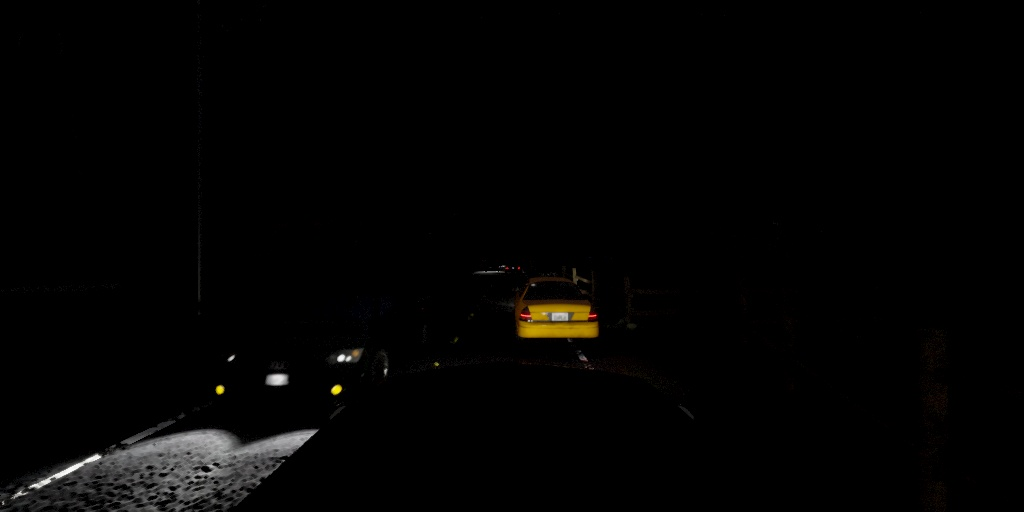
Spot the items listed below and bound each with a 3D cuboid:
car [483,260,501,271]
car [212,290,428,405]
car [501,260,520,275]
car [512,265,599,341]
[{"bbox_3d":[-2.795,1.325,48.299,1.994,1.385,4.181,0,0,0],"label":"car"},{"bbox_3d":[-2.845,1.313,6.337,1.994,1.385,4.181,0,0,0],"label":"car"},{"bbox_3d":[0.125,1.303,39.701,2.033,1.411,5.357,0,0,0],"label":"car"},{"bbox_3d":[0.972,1.204,9.814,1.801,1.575,5.366,0,0,0],"label":"car"}]
